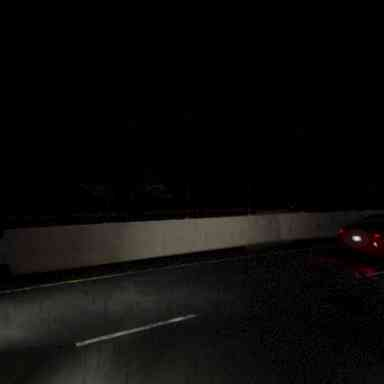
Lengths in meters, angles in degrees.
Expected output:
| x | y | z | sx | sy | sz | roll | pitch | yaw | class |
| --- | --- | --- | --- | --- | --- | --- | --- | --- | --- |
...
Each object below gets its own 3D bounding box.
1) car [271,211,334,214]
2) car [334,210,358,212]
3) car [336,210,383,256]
| x | y | z | sx | sy | sz | roll | pitch | yaw | class |
| --- | --- | --- | --- | --- | --- | --- | --- | --- | --- |
| 7.309 | 1.339 | 23.731 | 4.902 | 1.511 | 2.128 | 0 | 0 | -24 | car |
| 13.283 | 1.363 | 29.925 | 4.181 | 1.385 | 1.994 | 0 | 0 | -20 | car |
| 7.158 | 1.480 | 11.807 | 4.181 | 1.385 | 1.994 | 0 | 0 | -28 | car |
